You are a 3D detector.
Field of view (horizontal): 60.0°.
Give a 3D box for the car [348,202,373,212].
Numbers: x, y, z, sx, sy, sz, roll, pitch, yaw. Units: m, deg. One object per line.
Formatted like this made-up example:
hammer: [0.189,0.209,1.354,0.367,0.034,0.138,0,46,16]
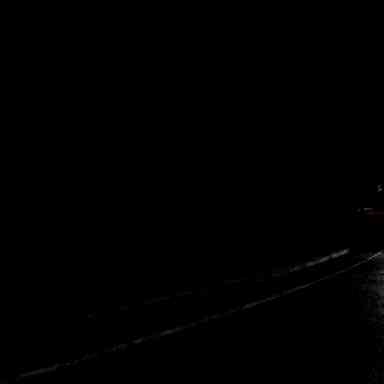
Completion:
car: [26.391,2.351,52.222,1.837,1.490,4.892,-4,-3,-2]
